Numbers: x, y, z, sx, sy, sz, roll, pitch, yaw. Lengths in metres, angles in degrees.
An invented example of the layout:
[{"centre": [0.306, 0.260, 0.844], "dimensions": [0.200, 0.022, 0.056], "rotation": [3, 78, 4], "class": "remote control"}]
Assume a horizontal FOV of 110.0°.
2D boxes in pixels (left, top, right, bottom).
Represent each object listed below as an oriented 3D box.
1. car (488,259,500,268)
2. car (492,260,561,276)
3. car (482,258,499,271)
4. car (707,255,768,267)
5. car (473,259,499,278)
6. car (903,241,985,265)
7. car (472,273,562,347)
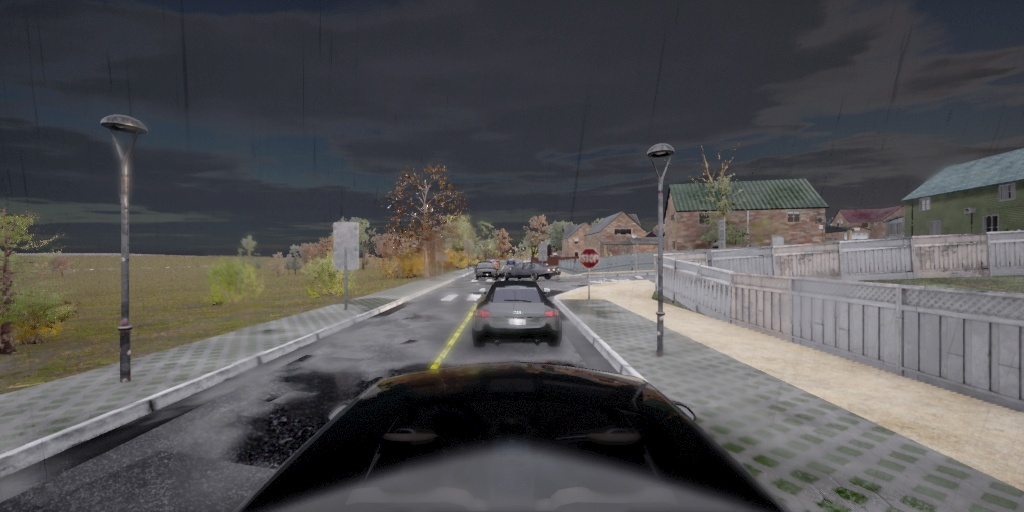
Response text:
[{"centre": [-2.998, 1.256, 61.075], "dimensions": [1.882, 1.535, 5.008], "rotation": [0, 0, 0], "class": "car"}, {"centre": [1.263, 1.198, 28.320], "dimensions": [5.357, 1.411, 2.033], "rotation": [-4, -3, 43], "class": "car"}, {"centre": [-2.985, 1.121, 51.038], "dimensions": [2.097, 1.767, 4.553], "rotation": [0, 0, 0], "class": "car"}, {"centre": [14.329, 0.413, 22.734], "dimensions": [4.181, 1.385, 1.994], "rotation": [-3, 0, 16], "class": "car"}, {"centre": [-2.333, 1.258, 31.222], "dimensions": [1.837, 1.490, 4.892], "rotation": [0, 0, -8], "class": "car"}, {"centre": [23.836, -0.208, 20.338], "dimensions": [4.902, 1.511, 2.128], "rotation": [-3, 0, 14], "class": "car"}, {"centre": [0.081, 1.313, 9.302], "dimensions": [1.994, 1.385, 4.181], "rotation": [0, 0, -1], "class": "car"}]
